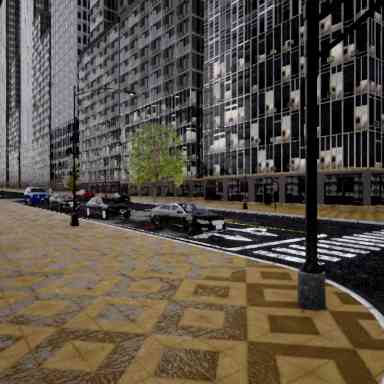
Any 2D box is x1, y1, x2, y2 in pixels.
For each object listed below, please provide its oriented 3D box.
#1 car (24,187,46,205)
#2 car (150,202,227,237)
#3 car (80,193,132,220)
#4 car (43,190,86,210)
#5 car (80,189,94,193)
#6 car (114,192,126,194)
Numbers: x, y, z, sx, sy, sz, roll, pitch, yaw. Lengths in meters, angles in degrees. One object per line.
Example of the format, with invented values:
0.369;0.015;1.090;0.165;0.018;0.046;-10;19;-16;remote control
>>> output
-18.895;0.433;40.549;2.150;2.045;5.566;0;1;-38;car
-0.301;1.257;16.751;2.128;1.511;4.902;0;1;-38;car
-6.143;1.097;24.184;1.837;1.490;4.892;0;1;-38;car
-12.378;0.899;32.143;2.128;1.511;4.902;0;1;-38;car
-17.769;0.352;55.185;2.097;1.767;4.553;0;1;-39;car
-9.996;0.760;45.213;1.812;1.442;4.674;0;1;-38;car
